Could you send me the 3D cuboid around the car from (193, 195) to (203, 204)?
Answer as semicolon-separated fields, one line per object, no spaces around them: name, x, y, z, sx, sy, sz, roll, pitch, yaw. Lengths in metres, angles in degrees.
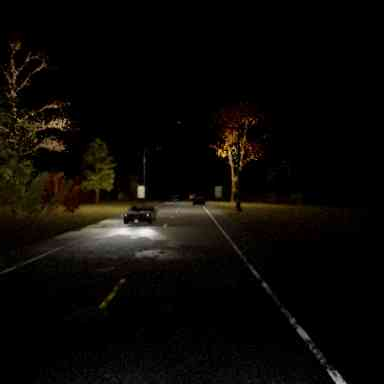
car;1.067;1.417;61.332;1.837;1.490;4.892;0;0;0

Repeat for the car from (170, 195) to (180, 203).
car;-3.466;1.369;68.553;1.882;1.535;5.008;0;0;0

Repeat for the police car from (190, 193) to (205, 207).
police car;1.056;1.354;51.447;1.930;1.638;5.238;0;0;0

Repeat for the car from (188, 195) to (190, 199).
car;0.079;1.195;86.546;1.882;1.535;5.008;0;0;0

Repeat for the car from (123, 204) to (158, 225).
car;-3.599;1.571;23.767;1.895;1.301;4.718;0;0;0
